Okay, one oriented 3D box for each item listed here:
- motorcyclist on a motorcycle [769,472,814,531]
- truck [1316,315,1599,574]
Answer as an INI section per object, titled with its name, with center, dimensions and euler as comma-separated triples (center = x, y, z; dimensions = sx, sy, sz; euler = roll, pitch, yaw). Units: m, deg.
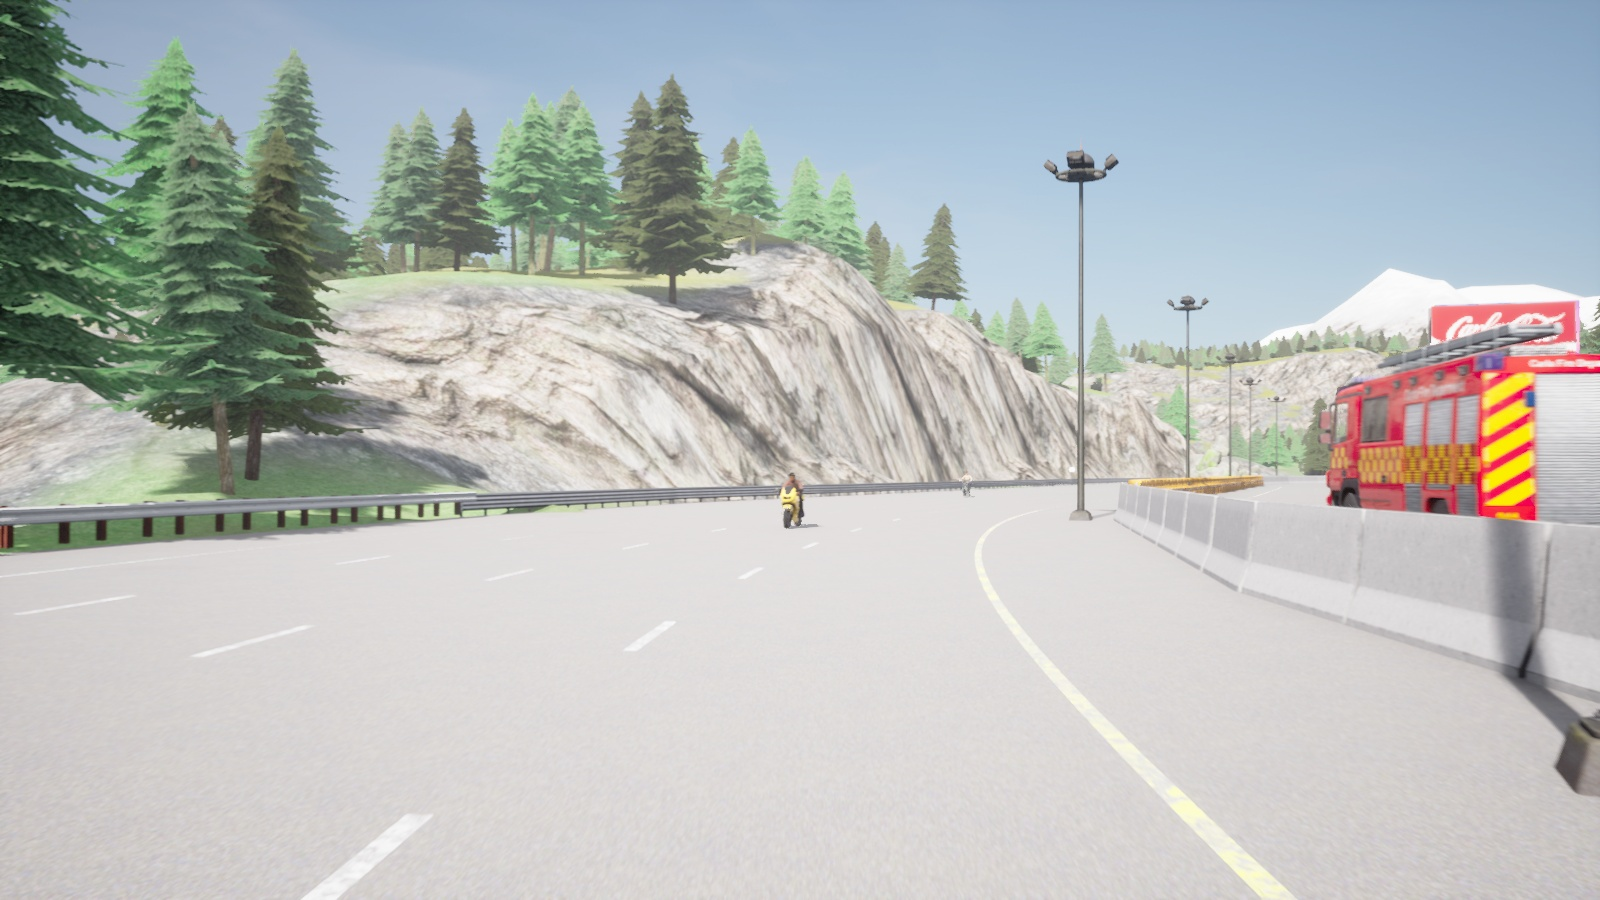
[motorcyclist on a motorcycle]
center = -0.210, 1.366, 33.971
dimensions = 0.797, 1.523, 2.044
euler = 1, -1, 11
[truck]
center = 12.064, -0.012, 22.856
dimensions = 2.891, 3.827, 8.468
euler = 0, -1, 8
